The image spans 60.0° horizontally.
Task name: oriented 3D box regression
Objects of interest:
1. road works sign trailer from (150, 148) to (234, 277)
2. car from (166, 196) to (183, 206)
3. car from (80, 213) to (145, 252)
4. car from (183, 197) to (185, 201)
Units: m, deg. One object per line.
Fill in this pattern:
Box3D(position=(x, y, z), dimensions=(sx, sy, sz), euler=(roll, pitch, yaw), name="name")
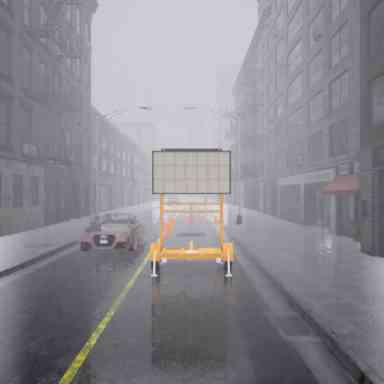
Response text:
Box3D(position=(-0.012, 0.467, 10.273), dimensions=(2.380, 3.560, 2.880), euler=(0, 0, 0), name="road works sign trailer")
Box3D(position=(-3.159, 1.434, 56.553), dimensions=(2.097, 1.767, 4.553), euler=(0, 0, 0), name="car")
Box3D(position=(-3.118, 1.569, 13.754), dimensions=(1.994, 1.385, 4.181), euler=(0, 0, 0), name="car")
Box3D(position=(-3.118, 1.724, 90.272), dimensions=(1.812, 1.442, 4.674), euler=(0, 0, 0), name="car")
